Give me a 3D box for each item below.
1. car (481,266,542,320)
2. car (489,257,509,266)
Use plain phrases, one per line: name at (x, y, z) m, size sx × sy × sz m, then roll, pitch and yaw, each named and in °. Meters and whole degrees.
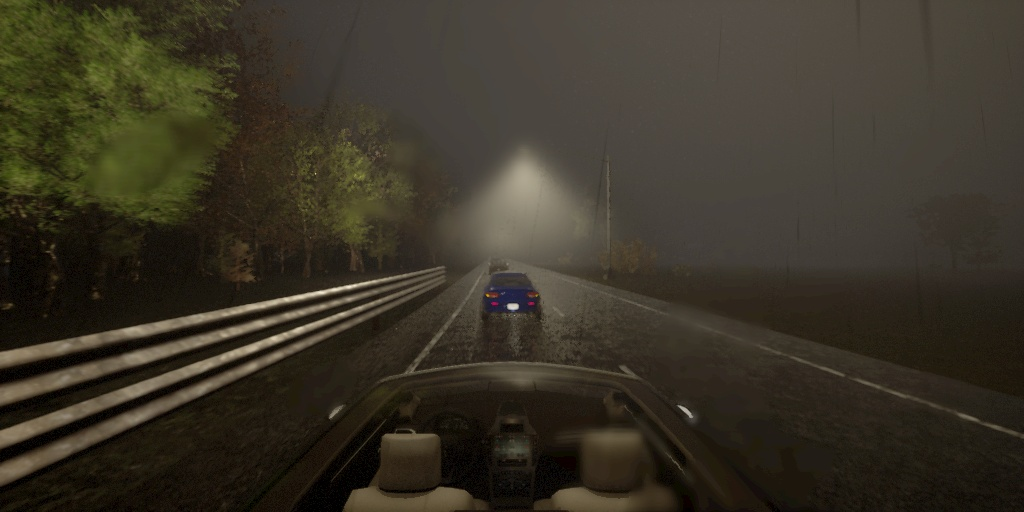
car at (-0.087, 1.251, 12.390) m, size 1.812 × 1.442 × 4.674 m, roll 0°, pitch 0°, yaw -3°
car at (-1.342, 1.155, 36.316) m, size 1.882 × 1.535 × 5.008 m, roll 0°, pitch 0°, yaw -3°
